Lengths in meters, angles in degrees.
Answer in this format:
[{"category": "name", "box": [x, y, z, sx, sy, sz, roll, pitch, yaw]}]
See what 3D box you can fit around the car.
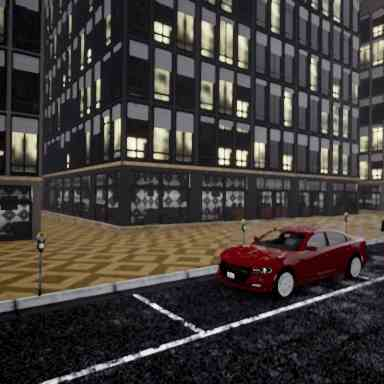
[{"category": "car", "box": [2.664, 1.542, 8.454, 4.507, 1.381, 1.887, 0, 1, -36]}]
